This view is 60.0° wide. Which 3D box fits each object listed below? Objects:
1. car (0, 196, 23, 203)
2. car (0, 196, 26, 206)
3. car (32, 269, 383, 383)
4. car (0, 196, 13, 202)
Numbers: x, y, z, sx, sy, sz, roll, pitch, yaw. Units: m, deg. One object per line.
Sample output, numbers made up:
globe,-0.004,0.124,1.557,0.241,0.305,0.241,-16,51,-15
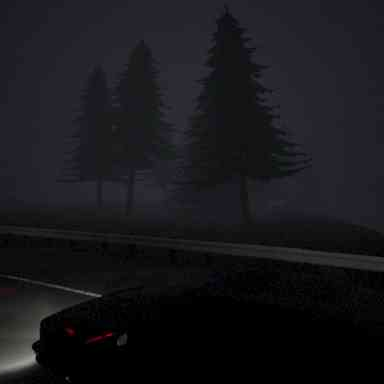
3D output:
car,-39.250,1.540,72.309,2.033,1.411,5.357,0,0,5
car,-26.357,1.477,48.108,1.882,1.535,5.008,0,0,15
car,0.724,1.547,3.214,5.357,1.411,2.033,0,0,34
car,-42.639,1.540,74.377,2.033,1.411,5.357,0,0,5
